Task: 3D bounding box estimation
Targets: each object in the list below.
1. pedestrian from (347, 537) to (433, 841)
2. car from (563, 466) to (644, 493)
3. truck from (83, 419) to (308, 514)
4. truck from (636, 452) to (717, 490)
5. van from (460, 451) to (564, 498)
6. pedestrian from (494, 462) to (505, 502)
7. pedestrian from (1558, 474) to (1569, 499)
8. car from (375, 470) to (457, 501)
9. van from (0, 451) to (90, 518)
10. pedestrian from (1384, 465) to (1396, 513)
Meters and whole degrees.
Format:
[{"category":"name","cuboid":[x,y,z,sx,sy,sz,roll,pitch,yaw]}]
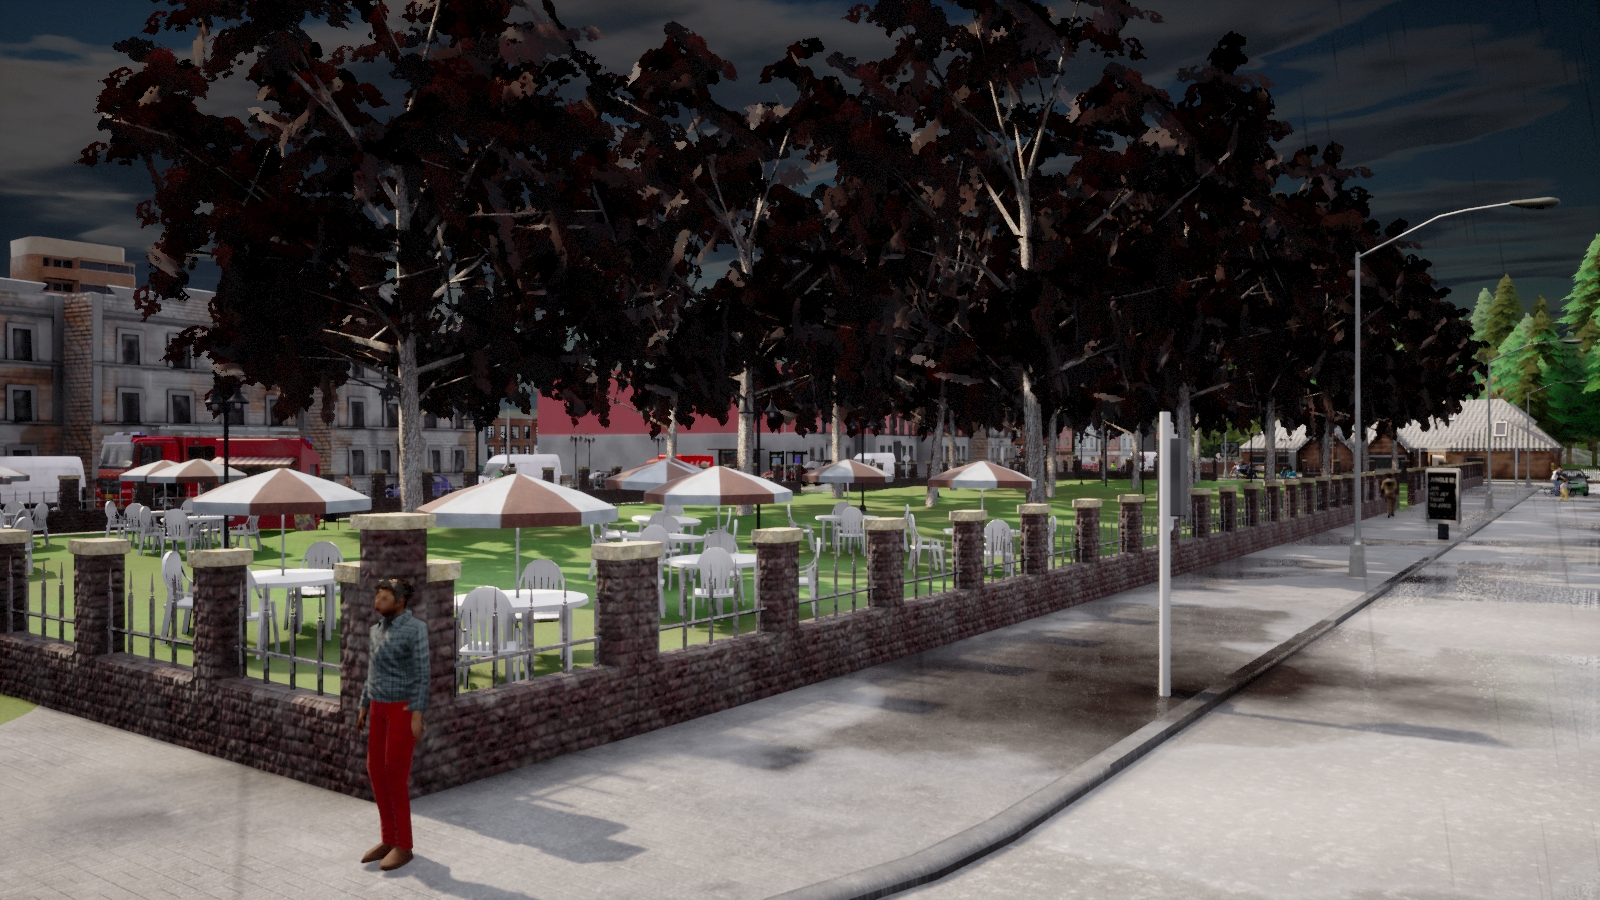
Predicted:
[{"category":"pedestrian","cuboid":[-2.655,1.517,7.406,0.375,1.860,0.375,0,0,36]},{"category":"car","cuboid":[-12.166,1.814,71.050,2.097,1.535,5.006,0,0,35]},{"category":"truck","cuboid":[-26.598,0.670,50.778,2.891,3.827,8.468,0,0,35]},{"category":"truck","cuboid":[-8.233,1.348,76.671,2.627,2.467,5.204,0,0,35]},{"category":"van","cuboid":[-16.329,1.314,65.083,1.988,2.561,5.915,0,0,35]},{"category":"pedestrian","cuboid":[-14.262,1.523,54.221,0.375,1.860,0.375,0,0,33]},{"category":"pedestrian","cuboid":[40.344,1.908,60.402,0.375,1.300,0.375,0,0,-34]},{"category":"car","cuboid":[-20.045,1.818,59.739,1.845,1.501,3.633,0,0,35]},{"category":"van","cuboid":[-31.021,1.314,44.007,1.988,2.561,5.915,0,0,35]},{"category":"pedestrian","cuboid":[23.281,1.525,45.074,0.375,1.860,0.375,0,0,35]}]
